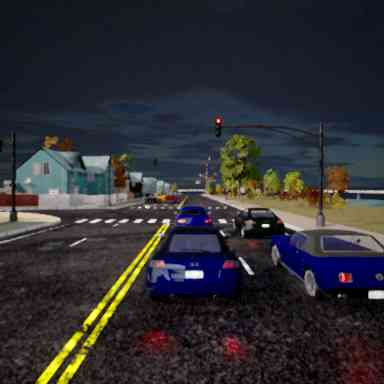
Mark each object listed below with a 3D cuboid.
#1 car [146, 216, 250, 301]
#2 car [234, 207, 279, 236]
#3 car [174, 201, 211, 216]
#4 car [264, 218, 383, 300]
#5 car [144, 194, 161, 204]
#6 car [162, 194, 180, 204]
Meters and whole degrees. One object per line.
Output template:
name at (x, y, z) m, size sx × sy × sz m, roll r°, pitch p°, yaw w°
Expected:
car at (0.072, 1.518, 8.287) m, size 1.994 × 1.385 × 4.181 m, roll 0°, pitch 0°, yaw 1°
car at (3.308, 1.473, 16.981) m, size 1.994 × 1.385 × 4.181 m, roll 0°, pitch 0°, yaw 0°
car at (0.044, 1.434, 17.064) m, size 1.812 × 1.442 × 4.674 m, roll 0°, pitch 0°, yaw -2°
car at (3.335, 1.555, 8.220) m, size 1.895 × 1.301 × 4.718 m, roll 0°, pitch 0°, yaw 0°
car at (-6.705, 1.302, 55.213) m, size 1.994 × 1.385 × 4.181 m, roll 0°, pitch 0°, yaw 0°
car at (-3.454, 1.215, 55.127) m, size 1.882 × 1.535 × 5.008 m, roll 0°, pitch 0°, yaw 0°
